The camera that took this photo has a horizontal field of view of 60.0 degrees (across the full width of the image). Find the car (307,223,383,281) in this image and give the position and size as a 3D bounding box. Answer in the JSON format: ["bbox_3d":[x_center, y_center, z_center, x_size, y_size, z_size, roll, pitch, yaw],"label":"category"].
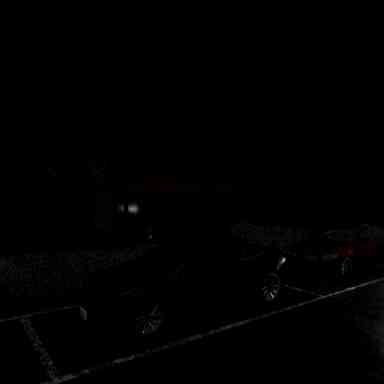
[{"bbox_3d":[4.526,1.582,9.752,4.206,1.307,1.802,0,0,-35],"label":"car"}]

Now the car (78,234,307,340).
[{"bbox_3d":[0.043,1.566,6.563,4.313,1.339,1.947,0,0,-35],"label":"car"}]
